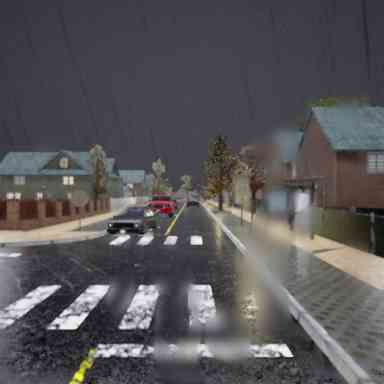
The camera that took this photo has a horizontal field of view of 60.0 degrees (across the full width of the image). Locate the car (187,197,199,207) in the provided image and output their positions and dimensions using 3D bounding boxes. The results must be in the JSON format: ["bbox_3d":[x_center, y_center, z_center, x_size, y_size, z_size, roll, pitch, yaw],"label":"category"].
[{"bbox_3d":[0.140,1.709,53.833,1.994,1.385,4.181,0,0,0],"label":"car"}]

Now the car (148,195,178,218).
[{"bbox_3d":[-2.818,1.256,31.314,2.150,2.045,5.566,0,0,1],"label":"car"}]

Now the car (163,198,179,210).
[{"bbox_3d":[-2.801,1.617,44.374,1.812,1.442,4.674,0,0,0],"label":"car"}]

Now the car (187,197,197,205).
[{"bbox_3d":[0.058,1.719,63.819,1.837,1.490,4.892,0,0,0],"label":"car"}]

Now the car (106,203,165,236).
[{"bbox_3d":[-3.141,1.548,18.900,2.033,1.411,5.357,0,0,5],"label":"car"}]
